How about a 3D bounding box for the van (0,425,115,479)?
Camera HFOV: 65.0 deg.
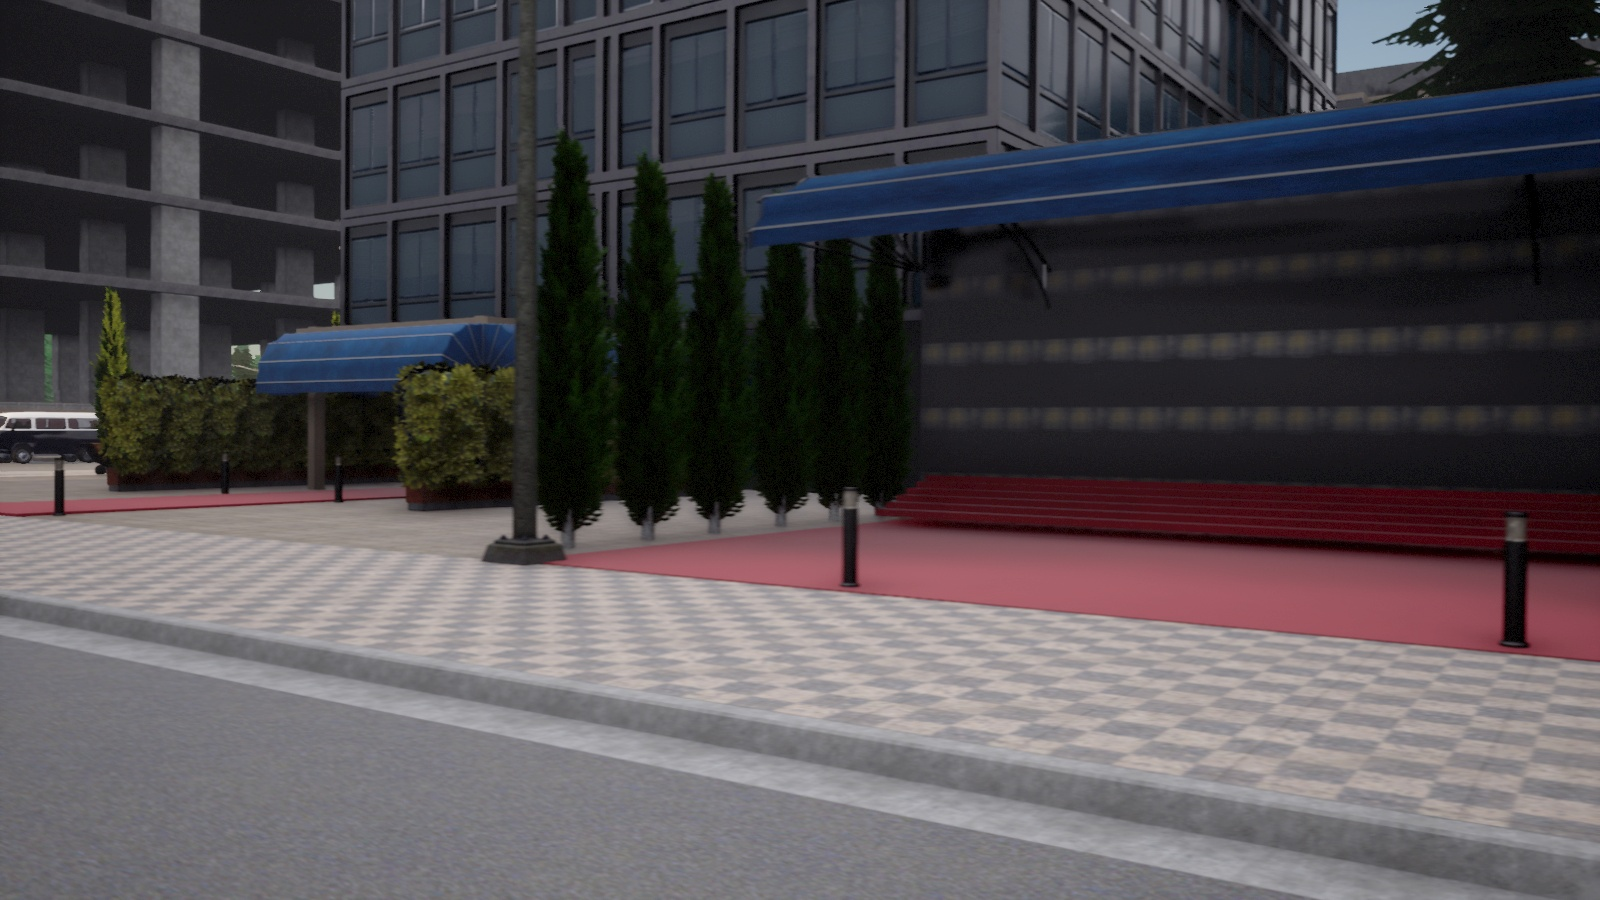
[{"bbox_3d":[-29.787,0.050,49.443,2.069,2.038,4.480,0,1,34],"label":"van"}]
